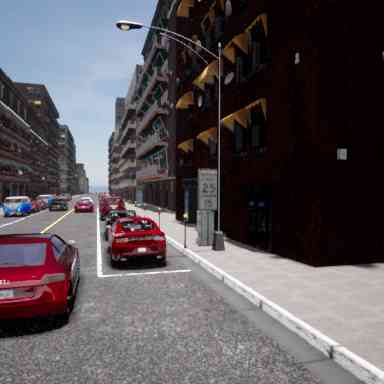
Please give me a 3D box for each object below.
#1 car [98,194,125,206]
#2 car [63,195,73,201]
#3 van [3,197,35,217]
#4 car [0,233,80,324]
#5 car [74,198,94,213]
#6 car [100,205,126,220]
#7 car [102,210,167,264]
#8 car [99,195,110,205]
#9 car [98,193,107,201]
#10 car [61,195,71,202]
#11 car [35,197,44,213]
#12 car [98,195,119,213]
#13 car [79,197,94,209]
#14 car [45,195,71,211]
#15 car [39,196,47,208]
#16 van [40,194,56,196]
[{"bbox_3d":[-6.631,1.308,27.798,2.192,1.841,5.009,-1,0,-16],"label":"car"},{"bbox_3d":[-31.788,1.555,85.443,1.947,1.339,4.313,-1,0,-16],"label":"car"},{"bbox_3d":[-16.220,1.327,30.985,1.690,1.788,3.998,-1,0,-16],"label":"van"},{"bbox_3d":[-3.507,1.561,7.091,1.994,1.385,4.181,0,0,-16],"label":"car"},{"bbox_3d":[-12.073,1.554,37.328,1.994,1.385,4.181,0,0,-15],"label":"car"},{"bbox_3d":[-3.521,1.562,16.907,1.947,1.339,4.313,-1,0,-16],"label":"car"},{"bbox_3d":[-2.061,1.542,11.789,1.887,1.381,4.507,-1,0,-16],"label":"car"},{"bbox_3d":[-15.953,1.432,60.479,1.967,1.590,4.097,-1,0,-16],"label":"car"},{"bbox_3d":[-23.724,1.311,87.710,2.192,1.841,5.009,-1,0,-16],"label":"car"},{"bbox_3d":[-30.236,1.428,79.995,1.967,1.590,4.097,-1,0,-16],"label":"car"},{"bbox_3d":[-17.771,1.567,36.432,1.802,1.307,4.206,-1,0,-16],"label":"car"},{"bbox_3d":[-9.739,1.307,38.692,2.192,1.841,5.009,-1,0,-16],"label":"car"},{"bbox_3d":[-14.884,1.515,46.986,1.812,1.442,4.674,0,0,-16],"label":"car"},{"bbox_3d":[-16.049,1.492,40.118,1.837,1.490,4.892,0,0,-16],"label":"car"},{"bbox_3d":[-19.328,1.567,41.877,1.802,1.307,4.206,-1,0,-16],"label":"car"},{"bbox_3d":[-20.896,1.326,47.321,1.690,1.788,3.998,-1,0,-16],"label":"van"}]
